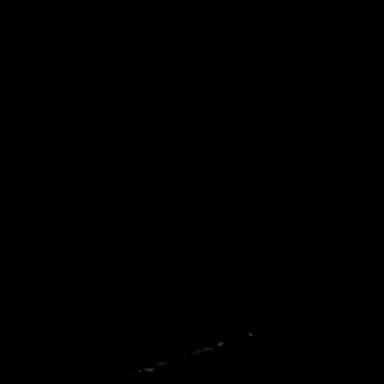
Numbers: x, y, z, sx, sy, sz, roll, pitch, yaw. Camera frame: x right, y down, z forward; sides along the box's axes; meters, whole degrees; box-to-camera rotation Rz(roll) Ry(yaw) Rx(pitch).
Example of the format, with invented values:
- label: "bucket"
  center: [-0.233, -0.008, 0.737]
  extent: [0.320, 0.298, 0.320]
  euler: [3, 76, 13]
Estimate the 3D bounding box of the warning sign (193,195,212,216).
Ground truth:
- label: "warning sign"
  center: [0.931, 1.170, 29.896]
  extent: [1.300, 1.860, 1.060]
  euler: [0, 0, -36]
